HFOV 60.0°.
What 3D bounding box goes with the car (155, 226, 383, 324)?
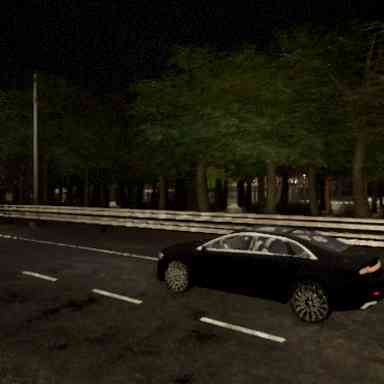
[{"bbox_3d":[1.379,1.493,7.186,4.902,1.511,2.128,0,0,36],"label":"car"}]
